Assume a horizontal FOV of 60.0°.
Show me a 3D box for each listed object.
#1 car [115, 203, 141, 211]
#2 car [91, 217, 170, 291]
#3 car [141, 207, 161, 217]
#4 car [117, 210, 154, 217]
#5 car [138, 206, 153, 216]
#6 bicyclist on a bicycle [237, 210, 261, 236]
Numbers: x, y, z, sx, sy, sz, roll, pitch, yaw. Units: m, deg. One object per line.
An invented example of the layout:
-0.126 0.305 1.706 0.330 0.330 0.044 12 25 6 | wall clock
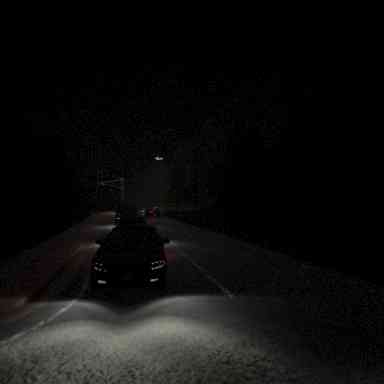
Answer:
-6.998 2.268 35.716 2.150 2.045 5.566 0 -1 -13 | car
-1.755 1.765 10.159 1.882 1.535 5.008 0 -2 -6 | car
-5.270 2.765 44.414 2.128 1.511 4.902 0 -2 -13 | car
-3.955 2.193 22.375 2.033 1.411 5.357 0 -2 -12 | car
-7.616 3.117 54.355 2.033 1.411 5.357 0 -2 -13 | car
3.753 1.927 21.310 1.656 1.620 0.582 19 -21 -5 | bicyclist on a bicycle
